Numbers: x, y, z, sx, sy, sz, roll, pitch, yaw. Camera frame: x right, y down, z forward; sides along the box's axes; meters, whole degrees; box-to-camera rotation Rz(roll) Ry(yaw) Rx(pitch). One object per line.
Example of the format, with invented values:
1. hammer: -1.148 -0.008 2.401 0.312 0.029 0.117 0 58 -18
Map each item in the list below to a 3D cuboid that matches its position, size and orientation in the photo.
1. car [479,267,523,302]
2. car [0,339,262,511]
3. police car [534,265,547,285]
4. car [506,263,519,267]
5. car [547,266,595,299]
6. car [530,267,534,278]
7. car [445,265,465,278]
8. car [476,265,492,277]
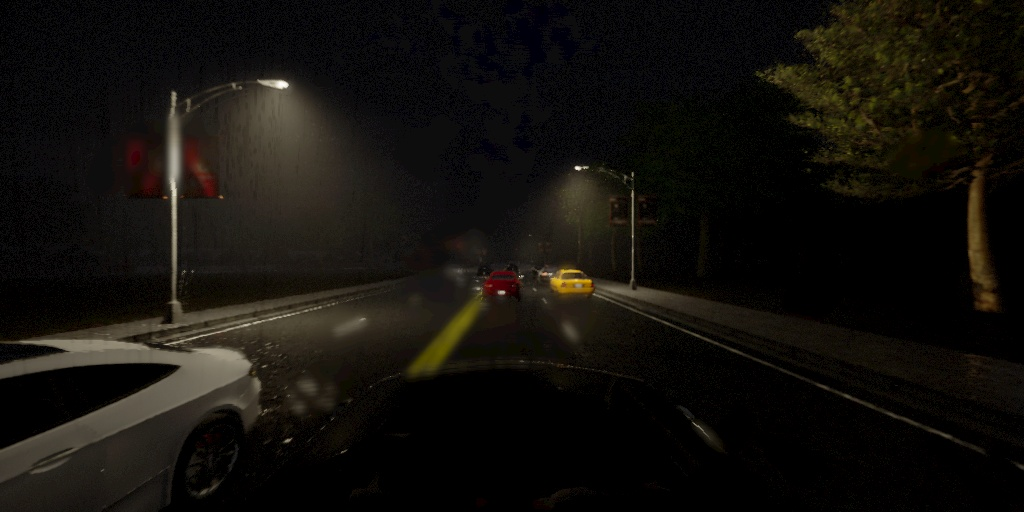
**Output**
1. car: -0.410 1.497 18.416 1.812 1.442 4.674 0 -1 1
2. car: -3.350 1.275 1.673 1.812 1.442 4.674 0 -1 0
3. police car: 3.255 1.645 30.846 2.038 1.542 4.974 0 -1 0
4. car: 0.092 2.060 61.938 1.837 1.490 4.892 0 -3 0
5. car: 3.253 1.449 20.035 1.801 1.575 5.366 0 -1 0
6. car: 3.256 1.781 41.845 2.128 1.511 4.902 0 -1 0
7. car: -6.588 1.819 42.181 1.812 1.442 4.674 0 -1 0
8. car: -3.334 1.840 45.229 1.837 1.490 4.892 0 -1 0
